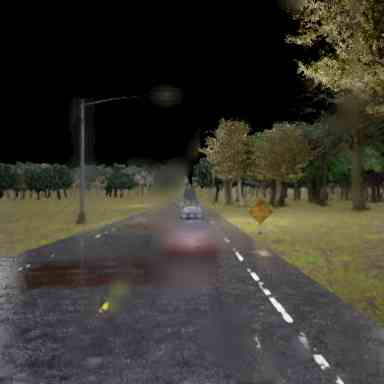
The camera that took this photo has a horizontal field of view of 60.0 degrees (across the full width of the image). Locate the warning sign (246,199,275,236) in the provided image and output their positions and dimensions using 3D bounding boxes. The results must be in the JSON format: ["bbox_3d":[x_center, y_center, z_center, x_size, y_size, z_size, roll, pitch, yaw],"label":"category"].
[{"bbox_3d":[3.551,1.311,17.307,1.300,1.860,1.060,0,0,0],"label":"warning sign"}]

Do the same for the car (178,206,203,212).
[{"bbox_3d":[0.002,1.932,28.254,1.895,1.301,4.718,0,-1,0],"label":"car"}]

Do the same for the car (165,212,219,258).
[{"bbox_3d":[0.011,1.712,13.362,1.994,1.385,4.181,0,-1,0],"label":"car"}]

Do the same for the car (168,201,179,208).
[{"bbox_3d":[-3.543,2.467,64.514,1.895,1.301,4.718,0,-1,0],"label":"car"}]
